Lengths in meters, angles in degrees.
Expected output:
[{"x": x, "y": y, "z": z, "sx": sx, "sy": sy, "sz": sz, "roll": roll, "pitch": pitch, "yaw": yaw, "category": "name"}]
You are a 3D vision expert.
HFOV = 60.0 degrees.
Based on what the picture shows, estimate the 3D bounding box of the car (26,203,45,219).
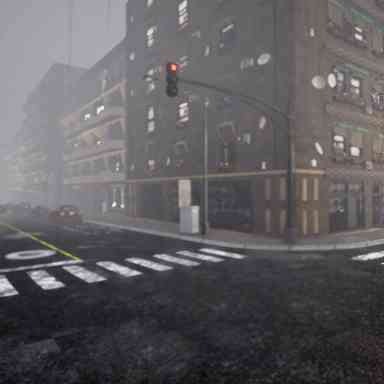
[{"x": -16.284, "y": 2.121, "z": 36.070, "sx": 1.802, "sy": 1.307, "sz": 4.206, "roll": -1, "pitch": 0, "yaw": -36, "category": "car"}]

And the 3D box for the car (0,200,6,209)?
[{"x": -39.211, "y": 2.553, "z": 67.601, "sx": 1.967, "sy": 1.590, "sz": 4.097, "roll": -1, "pitch": 0, "yaw": -36, "category": "car"}]

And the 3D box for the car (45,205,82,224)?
[{"x": -11.026, "y": 1.849, "z": 28.888, "sx": 1.967, "sy": 1.590, "sz": 4.097, "roll": -1, "pitch": 0, "yaw": -36, "category": "car"}]

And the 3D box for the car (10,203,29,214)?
[{"x": -22.879, "y": 2.143, "z": 45.048, "sx": 1.967, "sy": 1.590, "sz": 4.097, "roll": -1, "pitch": 0, "yaw": -36, "category": "car"}]

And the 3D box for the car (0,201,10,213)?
[{"x": -27.405, "y": 2.340, "z": 46.901, "sx": 1.994, "sy": 1.385, "sz": 4.181, "roll": 0, "pitch": -1, "yaw": -36, "category": "car"}]

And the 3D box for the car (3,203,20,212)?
[{"x": -29.411, "y": 2.449, "z": 54.068, "sx": 1.802, "sy": 1.307, "sz": 4.206, "roll": -1, "pitch": 0, "yaw": -36, "category": "car"}]
